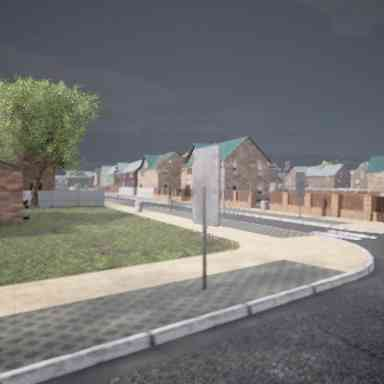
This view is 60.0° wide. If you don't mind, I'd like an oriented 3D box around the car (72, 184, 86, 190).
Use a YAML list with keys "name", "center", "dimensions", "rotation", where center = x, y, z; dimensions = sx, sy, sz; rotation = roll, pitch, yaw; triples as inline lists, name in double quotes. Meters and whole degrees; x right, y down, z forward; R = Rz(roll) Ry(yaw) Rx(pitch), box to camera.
- name: "car"
  center: [-28.264, -0.989, 84.211]
  dimensions: [2.150, 2.045, 5.566]
  rotation: [0, 1, -27]
